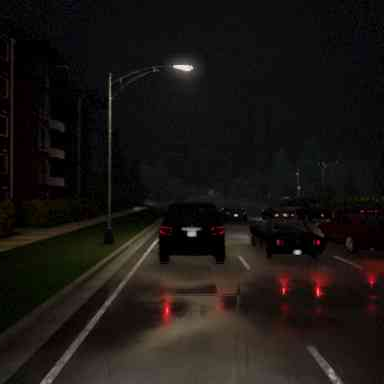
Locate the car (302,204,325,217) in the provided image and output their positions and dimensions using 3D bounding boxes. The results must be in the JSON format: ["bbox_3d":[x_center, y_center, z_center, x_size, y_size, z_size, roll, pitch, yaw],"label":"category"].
[{"bbox_3d":[10.523,1.761,29.250,1.882,1.535,5.008,0,0,0],"label":"car"}]

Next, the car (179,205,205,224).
[{"bbox_3d":[0.018,1.840,28.466,1.994,1.385,4.181,0,0,0],"label":"car"}]

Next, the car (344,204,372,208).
[{"bbox_3d":[14.017,1.769,28.511,2.128,1.511,4.902,0,0,0],"label":"car"}]

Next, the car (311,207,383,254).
[{"bbox_3d":[7.026,1.616,14.247,1.882,1.535,5.008,0,0,0],"label":"car"}]

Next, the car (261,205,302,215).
[{"bbox_3d":[7.008,1.814,27.535,2.033,1.411,5.357,0,-1,0],"label":"car"}]

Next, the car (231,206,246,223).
[{"bbox_3d":[3.521,1.840,28.464,1.994,1.385,4.181,0,0,0],"label":"car"}]

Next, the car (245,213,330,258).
[{"bbox_3d":[3.518,1.730,13.253,1.895,1.301,4.718,0,-1,0],"label":"car"}]

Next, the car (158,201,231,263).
[{"bbox_3d":[0.011,1.347,12.578,2.150,2.045,5.566,0,0,0],"label":"car"}]
